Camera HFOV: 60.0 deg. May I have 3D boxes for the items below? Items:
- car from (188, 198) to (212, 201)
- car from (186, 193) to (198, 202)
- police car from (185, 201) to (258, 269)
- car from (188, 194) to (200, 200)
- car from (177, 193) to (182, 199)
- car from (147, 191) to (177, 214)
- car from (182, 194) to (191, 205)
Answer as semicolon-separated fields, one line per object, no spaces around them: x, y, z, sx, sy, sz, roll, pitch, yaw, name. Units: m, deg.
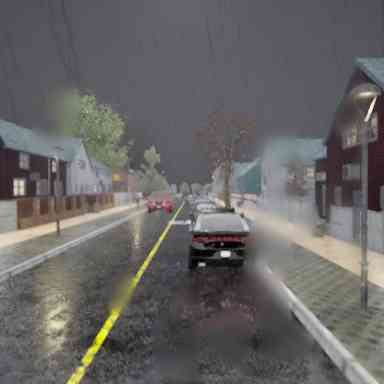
0.833;1.311;20.727;1.812;1.442;4.674;0;1;0;car
0.023;1.025;60.501;2.128;1.511;4.902;0;0;0;car
0.829;1.308;10.836;1.930;1.638;5.238;0;1;0;police car
0.835;1.211;26.727;1.882;1.535;5.008;0;0;0;car
-2.723;0.977;72.858;1.812;1.442;4.674;0;0;0;car
-2.834;0.918;31.239;2.150;2.045;5.566;0;0;0;car
0.031;1.089;46.296;2.128;1.511;4.902;0;0;0;car
